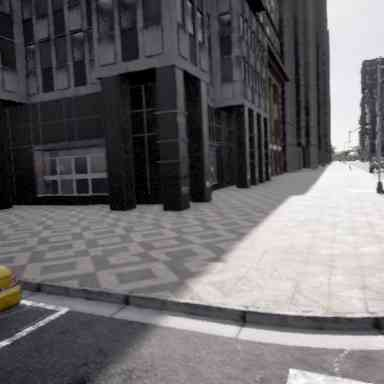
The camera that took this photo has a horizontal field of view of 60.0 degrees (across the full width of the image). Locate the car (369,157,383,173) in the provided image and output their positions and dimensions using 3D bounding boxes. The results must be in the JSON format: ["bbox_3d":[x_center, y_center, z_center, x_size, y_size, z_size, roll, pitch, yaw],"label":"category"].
[{"bbox_3d":[26.346,-3.899,46.991,2.150,2.045,5.566,-1,5,24],"label":"car"}]

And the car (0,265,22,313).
[{"bbox_3d":[-4.964,1.356,5.313,4.829,1.417,1.752,-1,5,24],"label":"car"}]
